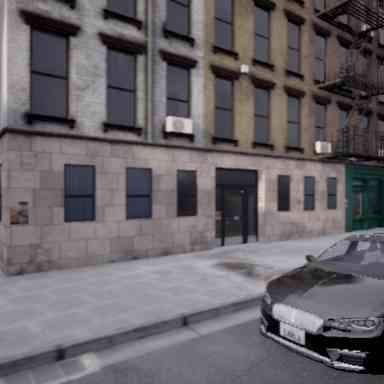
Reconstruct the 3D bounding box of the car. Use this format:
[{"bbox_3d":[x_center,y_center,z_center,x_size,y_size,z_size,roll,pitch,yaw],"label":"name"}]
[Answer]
[{"bbox_3d":[3.241,1.495,5.562,4.902,1.511,2.128,0,0,-35],"label":"car"}]
